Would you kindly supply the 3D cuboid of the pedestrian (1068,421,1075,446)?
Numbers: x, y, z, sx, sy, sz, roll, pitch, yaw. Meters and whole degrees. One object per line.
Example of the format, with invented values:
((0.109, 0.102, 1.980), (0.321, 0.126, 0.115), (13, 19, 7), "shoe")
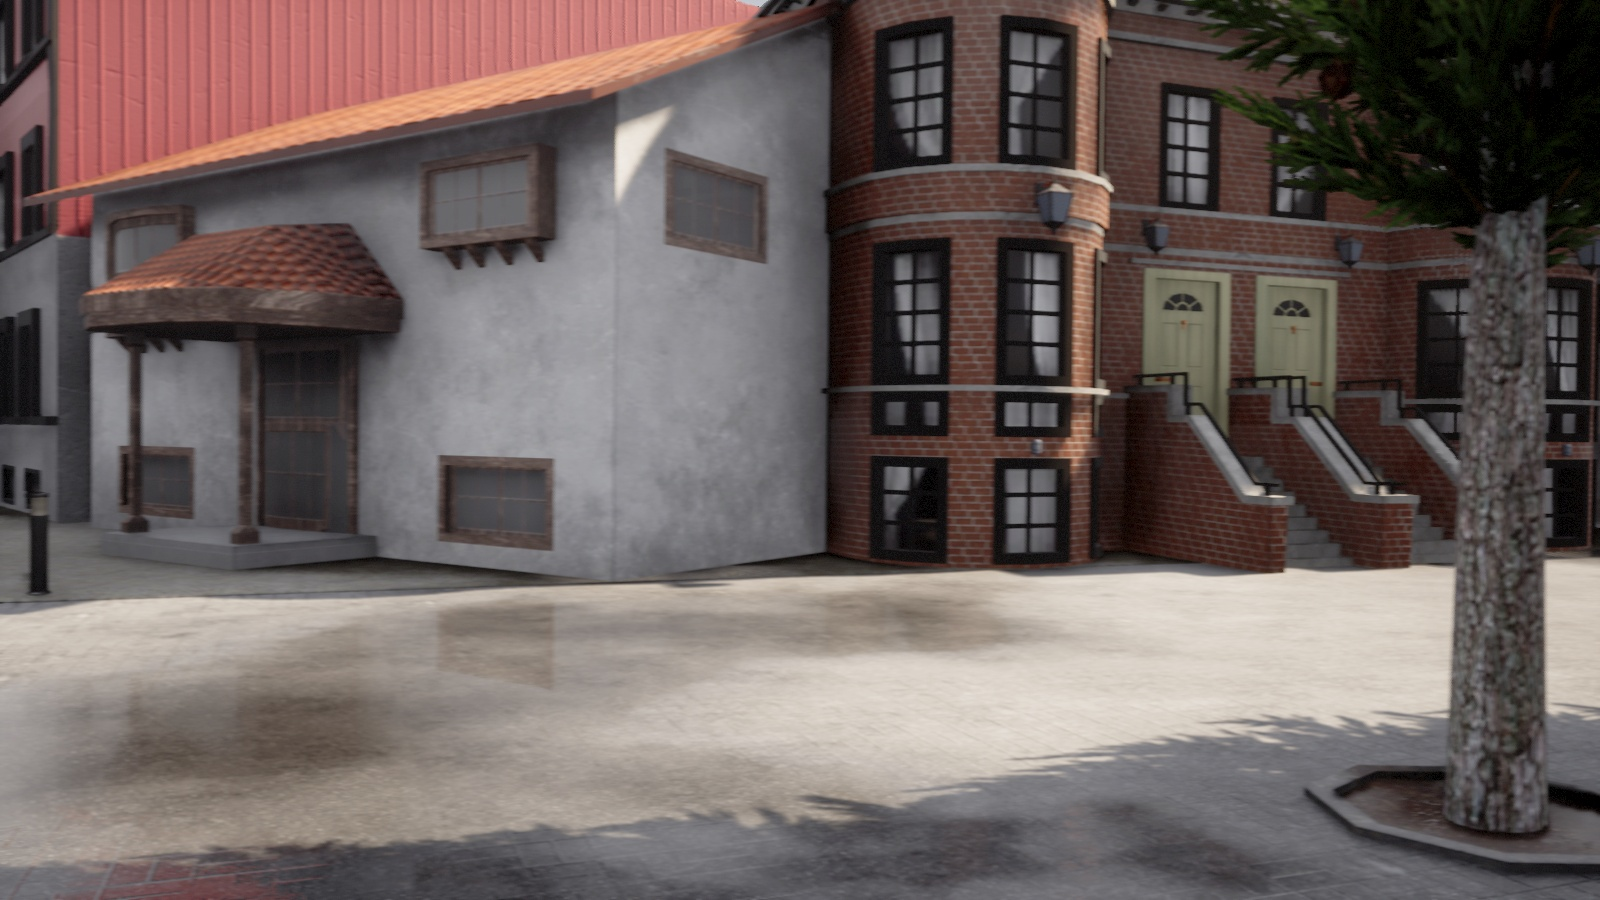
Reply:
((20.130, -1.223, 93.007), (0.345, 1.836, 0.594), (-1, 1, -6), "pedestrian")
